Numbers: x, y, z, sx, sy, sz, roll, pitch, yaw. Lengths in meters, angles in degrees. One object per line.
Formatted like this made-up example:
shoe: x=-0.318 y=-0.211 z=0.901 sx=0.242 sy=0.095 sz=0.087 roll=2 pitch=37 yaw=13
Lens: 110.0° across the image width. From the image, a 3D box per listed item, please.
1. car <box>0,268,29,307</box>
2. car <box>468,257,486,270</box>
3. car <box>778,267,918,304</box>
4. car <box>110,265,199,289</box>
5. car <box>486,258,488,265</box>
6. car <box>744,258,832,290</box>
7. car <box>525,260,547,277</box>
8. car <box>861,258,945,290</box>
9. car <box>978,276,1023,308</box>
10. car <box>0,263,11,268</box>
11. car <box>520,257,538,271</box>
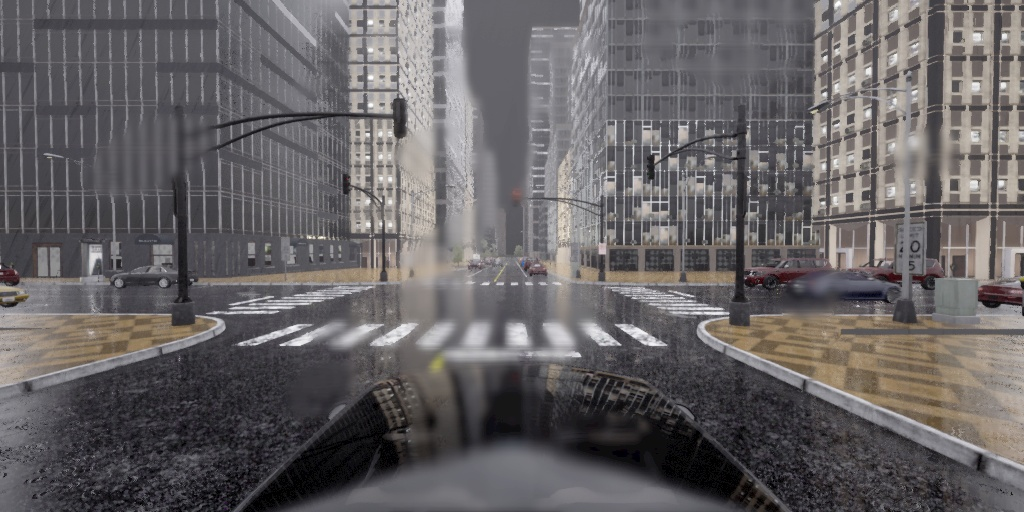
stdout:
car: x=-21.256 y=1.301 z=13.437 sx=4.829 sy=1.417 sz=1.751 roll=0 pitch=0 yaw=0
car: x=-5.292 y=1.168 z=52.338 sx=1.967 sy=1.591 sz=4.097 roll=0 pitch=0 yaw=0
car: x=14.973 y=1.355 z=16.187 sx=4.181 sy=1.385 sz=1.994 roll=0 pitch=1 yaw=0
car: x=-21.440 y=1.205 z=21.575 sx=4.403 sy=1.370 sz=2.007 roll=0 pitch=0 yaw=0
car: x=-5.290 y=1.307 z=57.862 sx=1.802 sy=1.307 sz=4.207 roll=0 pitch=0 yaw=0
car: x=16.570 y=1.024 z=21.645 sx=5.009 sy=1.841 sz=2.192 roll=0 pitch=0 yaw=0
car: x=2.547 y=1.319 z=35.785 sx=1.802 sy=1.307 sz=4.207 roll=0 pitch=0 yaw=0
car: x=22.902 y=1.032 z=21.656 sx=5.009 sy=1.841 sz=2.192 roll=0 pitch=0 yaw=0
car: x=20.186 y=1.417 z=13.513 sx=4.207 sy=1.307 sz=1.802 roll=0 pitch=0 yaw=0
car: x=-32.556 y=1.078 z=21.484 sx=4.097 sy=1.591 sz=1.967 roll=0 pitch=0 yaw=0
car: x=2.574 y=1.046 z=46.834 sx=2.192 sy=1.841 sz=5.009 roll=0 pitch=0 yaw=0
